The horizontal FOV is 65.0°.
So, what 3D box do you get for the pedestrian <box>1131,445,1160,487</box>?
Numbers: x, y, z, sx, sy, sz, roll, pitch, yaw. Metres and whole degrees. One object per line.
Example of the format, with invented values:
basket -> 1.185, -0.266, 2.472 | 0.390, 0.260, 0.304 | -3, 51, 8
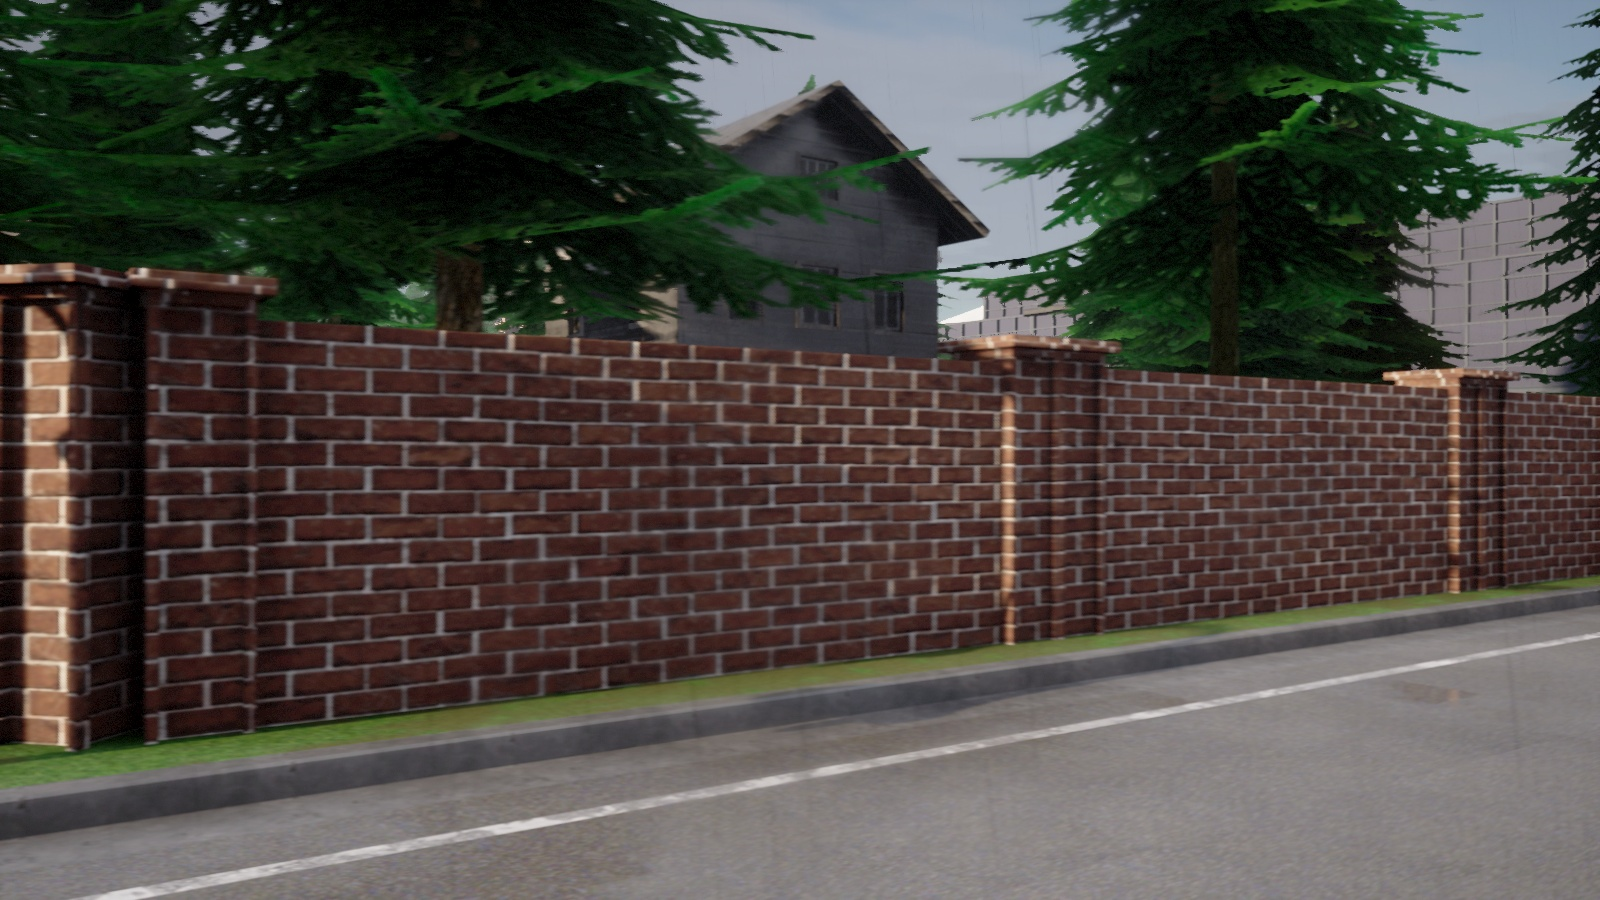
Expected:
pedestrian -> 15.428, 0.687, 56.064 | 0.874, 1.855, 0.900 | 0, 0, -40
